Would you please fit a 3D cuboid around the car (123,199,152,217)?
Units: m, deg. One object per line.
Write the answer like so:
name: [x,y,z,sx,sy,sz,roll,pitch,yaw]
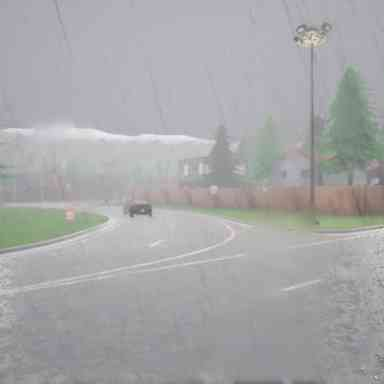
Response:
car: [-4.981,1.397,29.988,1.882,1.535,5.008,0,0,-21]
